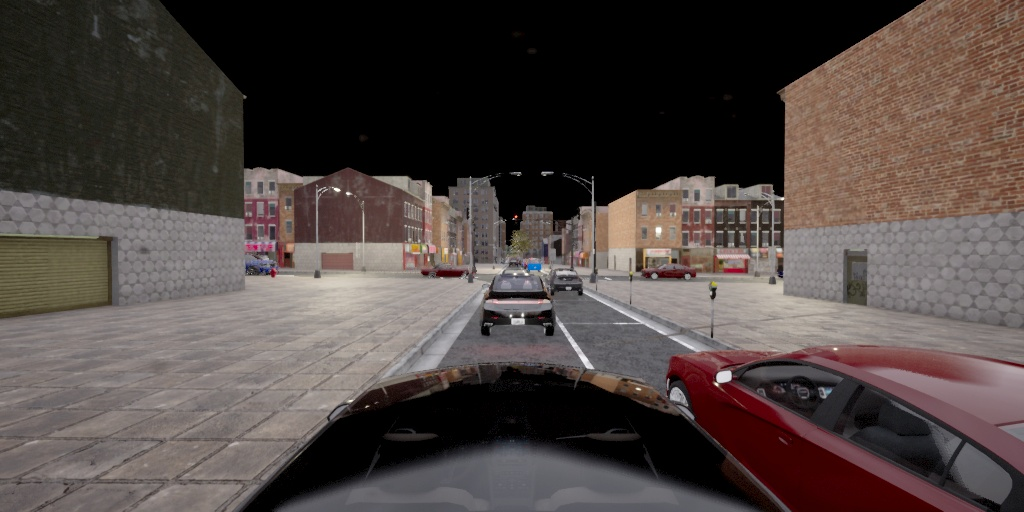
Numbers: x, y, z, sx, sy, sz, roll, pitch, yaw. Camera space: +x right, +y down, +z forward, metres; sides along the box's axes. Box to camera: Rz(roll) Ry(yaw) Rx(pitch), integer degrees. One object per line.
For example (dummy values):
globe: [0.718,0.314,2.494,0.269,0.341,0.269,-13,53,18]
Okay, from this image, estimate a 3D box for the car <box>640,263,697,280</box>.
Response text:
car: [14.863,1.466,34.192,5.008,1.535,1.882,1,1,0]

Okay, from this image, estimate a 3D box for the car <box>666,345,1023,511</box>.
car: [2.638,1.294,2.428,1.888,1.381,4.507,0,0,0]

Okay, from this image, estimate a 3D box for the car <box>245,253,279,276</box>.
car: [-23.682,0.735,31.505,5.566,2.045,2.150,1,1,0]

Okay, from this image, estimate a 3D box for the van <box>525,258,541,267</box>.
van: [2.860,1.215,46.258,1.690,1.789,3.998,0,0,0]

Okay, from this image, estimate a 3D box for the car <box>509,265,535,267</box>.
car: [0.219,1.371,20.436,1.895,1.301,4.718,0,0,1]

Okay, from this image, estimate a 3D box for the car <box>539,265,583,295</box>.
car: [2.723,1.318,19.303,2.007,1.370,4.403,0,0,0]

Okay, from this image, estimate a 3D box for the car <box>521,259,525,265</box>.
car: [2.914,1.255,56.839,2.192,1.841,5.009,0,0,0]

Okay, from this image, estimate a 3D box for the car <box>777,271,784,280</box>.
car: [28.068,1.760,34.112,4.718,1.301,1.895,1,1,0]

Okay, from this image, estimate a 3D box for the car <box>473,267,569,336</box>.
car: [0.142,1.244,10.393,2.128,1.511,4.902,0,0,0]

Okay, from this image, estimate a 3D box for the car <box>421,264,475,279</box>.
car: [-5.637,1.351,31.956,4.718,1.301,1.895,1,1,-8]
